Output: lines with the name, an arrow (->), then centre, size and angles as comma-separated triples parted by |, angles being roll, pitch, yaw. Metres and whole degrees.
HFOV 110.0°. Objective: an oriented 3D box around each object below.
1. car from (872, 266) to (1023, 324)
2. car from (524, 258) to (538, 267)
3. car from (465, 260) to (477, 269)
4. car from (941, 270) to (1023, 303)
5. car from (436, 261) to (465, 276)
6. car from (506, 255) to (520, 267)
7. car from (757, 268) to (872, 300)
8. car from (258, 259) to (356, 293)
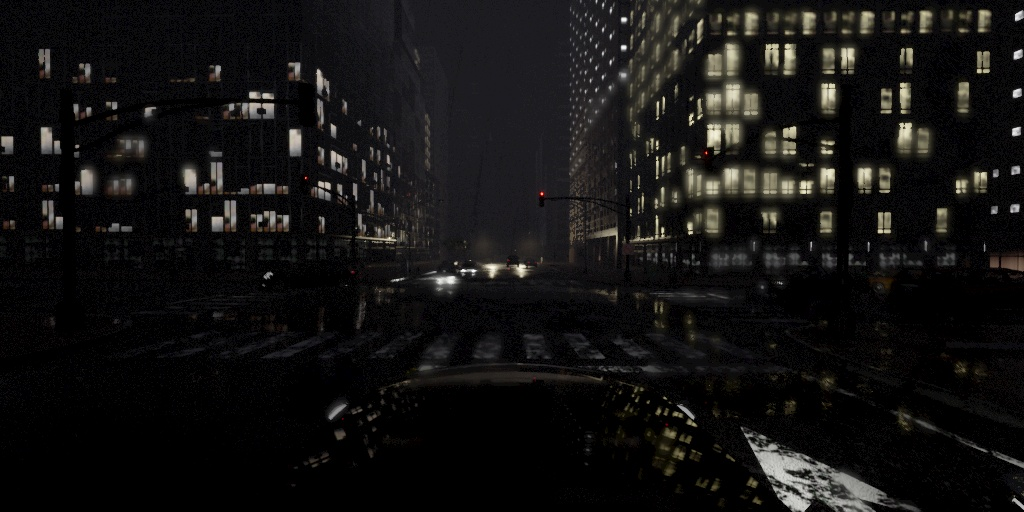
car -> 16.221, 1.281, 12.455 | 5.009, 1.841, 2.192 | 0, 0, 1
car -> 3.428, 1.228, 63.276 | 1.812, 1.442, 4.674 | 0, 0, 0
car -> -6.440, 1.313, 54.241 | 1.895, 1.301, 4.718 | 0, 0, 0
car -> 25.562, 1.504, 18.050 | 5.357, 1.411, 2.033 | 0, 1, 1
car -> -6.502, 1.223, 37.033 | 2.128, 1.511, 4.902 | 0, 0, 0
car -> 0.176, 0.924, 62.898 | 2.150, 2.045, 5.566 | 0, 0, 0
car -> 15.289, 1.357, 18.286 | 4.902, 1.511, 2.128 | 1, 1, 2
car -> -11.084, 0.969, 19.574 | 4.553, 1.767, 2.097 | 0, 0, -37
